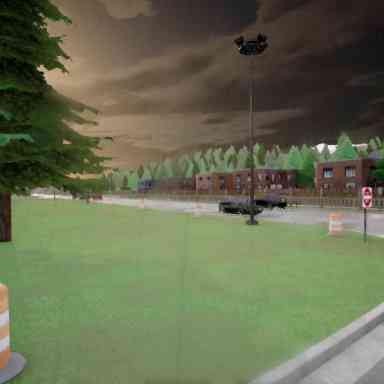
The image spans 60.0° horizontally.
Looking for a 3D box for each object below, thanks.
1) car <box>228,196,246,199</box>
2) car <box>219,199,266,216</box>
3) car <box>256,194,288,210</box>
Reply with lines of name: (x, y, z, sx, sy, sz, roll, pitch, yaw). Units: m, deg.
car: (5.602, 1.350, 44.332, 2.097, 1.767, 4.553, 0, 0, -30)
car: (4.571, 1.599, 31.945, 1.895, 1.301, 4.718, 0, 0, -30)
car: (9.986, 1.219, 43.692, 2.150, 2.045, 5.566, 0, 0, -30)
